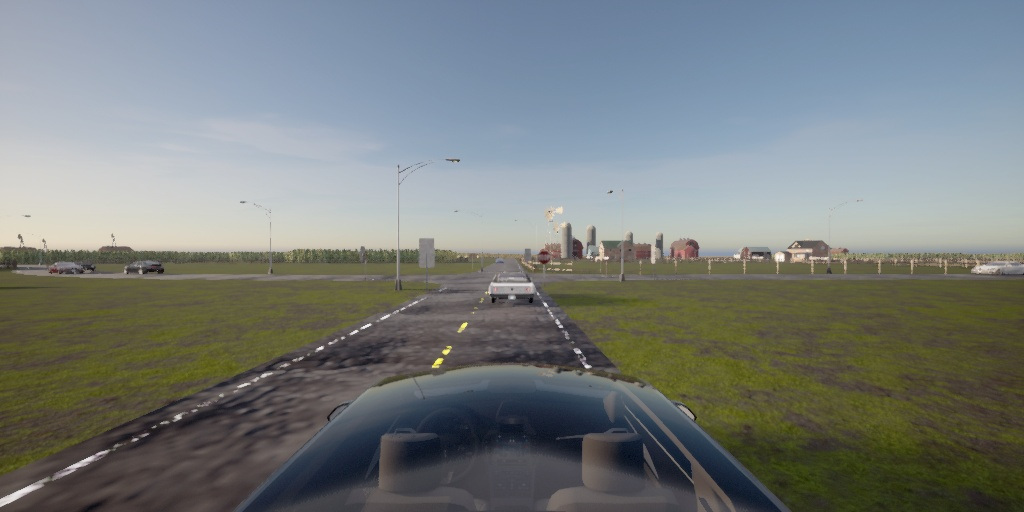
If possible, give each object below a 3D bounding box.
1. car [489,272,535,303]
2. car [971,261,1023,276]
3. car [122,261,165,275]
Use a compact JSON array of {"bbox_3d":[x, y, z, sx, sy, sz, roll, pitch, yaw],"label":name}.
[{"bbox_3d":[0.000,1.366,16.532,1.895,1.301,4.718,0,0,0],"label":"car"},{"bbox_3d":[49.316,1.267,36.083,4.674,1.442,1.812,0,1,-2],"label":"car"},{"bbox_3d":[-41.169,1.322,40.094,4.892,1.490,1.837,0,1,19],"label":"car"}]
